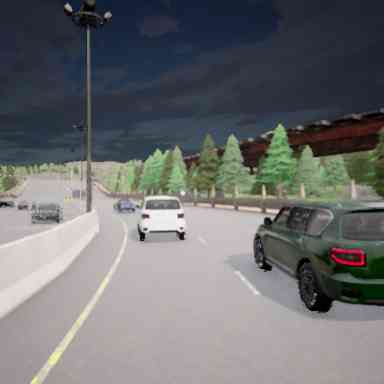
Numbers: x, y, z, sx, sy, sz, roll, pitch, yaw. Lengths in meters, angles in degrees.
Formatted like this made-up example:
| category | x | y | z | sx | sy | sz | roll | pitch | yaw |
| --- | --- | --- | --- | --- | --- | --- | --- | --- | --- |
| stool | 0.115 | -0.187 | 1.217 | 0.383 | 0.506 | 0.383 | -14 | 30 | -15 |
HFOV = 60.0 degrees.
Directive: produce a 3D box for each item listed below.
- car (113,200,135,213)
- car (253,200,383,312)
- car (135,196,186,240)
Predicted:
| category | x | y | z | sx | sy | sz | roll | pitch | yaw |
| --- | --- | --- | --- | --- | --- | --- | --- | --- | --- |
| car | -7.851 | 1.578 | 38.373 | 2.033 | 1.411 | 5.357 | 0 | 0 | -21 |
| car | 3.109 | 1.204 | 7.862 | 2.150 | 2.045 | 5.566 | 0 | 0 | -4 |
| car | -1.688 | 1.226 | 17.206 | 2.150 | 2.045 | 5.566 | 0 | 0 | -10 |
